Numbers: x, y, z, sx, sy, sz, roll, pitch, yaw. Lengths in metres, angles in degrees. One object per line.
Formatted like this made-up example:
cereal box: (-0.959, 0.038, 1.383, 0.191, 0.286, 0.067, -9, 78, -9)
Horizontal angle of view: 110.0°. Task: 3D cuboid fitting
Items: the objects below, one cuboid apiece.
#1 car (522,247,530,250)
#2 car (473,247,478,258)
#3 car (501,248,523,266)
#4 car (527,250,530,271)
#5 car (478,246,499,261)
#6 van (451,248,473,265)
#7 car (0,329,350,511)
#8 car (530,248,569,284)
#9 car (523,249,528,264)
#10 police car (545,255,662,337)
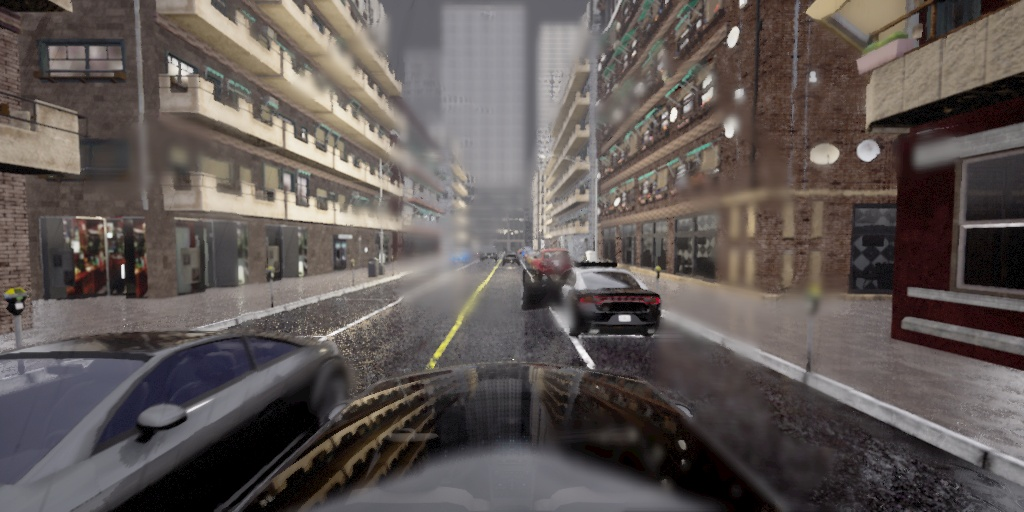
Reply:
car: (2.378, -0.036, 44.140, 1.967, 1.591, 4.097, 0, 0, 0)
car: (-5.552, -0.358, 55.179, 1.967, 1.591, 4.097, 0, 0, 0)
car: (-0.086, 0.205, 38.081, 1.837, 1.490, 4.892, 0, 2, 0)
car: (2.452, 0.445, 27.500, 1.967, 1.591, 4.097, 0, 0, 0)
car: (-2.954, -0.335, 48.206, 2.150, 2.045, 5.566, 0, 2, 0)
van: (-5.477, 0.025, 38.539, 1.690, 1.789, 3.998, 0, 0, 0)
car: (-2.851, 1.292, 2.439, 1.994, 1.385, 4.181, 0, 2, 0)
car: (2.477, 0.481, 21.954, 2.192, 1.841, 5.009, 0, 0, 0)
car: (2.402, 0.210, 38.763, 1.751, 1.417, 4.829, 0, 0, 0)
police car: (2.209, 0.947, 9.639, 1.930, 1.638, 5.238, 0, 2, 0)
